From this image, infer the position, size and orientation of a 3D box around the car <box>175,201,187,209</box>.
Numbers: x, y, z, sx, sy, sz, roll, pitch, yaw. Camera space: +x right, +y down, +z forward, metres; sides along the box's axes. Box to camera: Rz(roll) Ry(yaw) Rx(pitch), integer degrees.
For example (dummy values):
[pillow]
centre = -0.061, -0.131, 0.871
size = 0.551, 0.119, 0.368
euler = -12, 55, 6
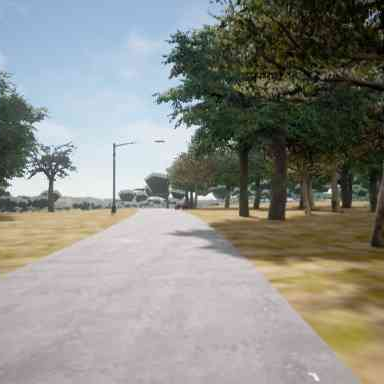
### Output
[car]
centre = -2.226, 2.611, 65.752
size = 2.163, 1.488, 4.792
euler = 0, -2, -10
